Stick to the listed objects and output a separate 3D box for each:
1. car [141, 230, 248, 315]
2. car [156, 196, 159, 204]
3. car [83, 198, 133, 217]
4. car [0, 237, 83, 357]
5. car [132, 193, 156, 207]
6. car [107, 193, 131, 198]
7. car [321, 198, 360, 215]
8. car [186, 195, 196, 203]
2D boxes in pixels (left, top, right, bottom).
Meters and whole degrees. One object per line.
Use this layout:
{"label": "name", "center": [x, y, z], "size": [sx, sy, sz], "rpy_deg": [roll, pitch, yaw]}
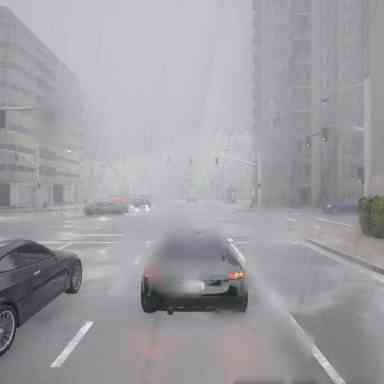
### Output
{"label": "car", "center": [0.049, 1.564, 7.650], "size": [1.994, 1.385, 4.181], "rpy_deg": [0, 0, 0]}
{"label": "car", "center": [-7.193, 1.491, 60.662], "size": [2.128, 1.511, 4.902], "rpy_deg": [0, 0, 0]}
{"label": "car", "center": [-8.189, 1.563, 31.672], "size": [4.181, 1.385, 1.994], "rpy_deg": [0, 0, -39]}
{"label": "car", "center": [-3.460, 1.526, 5.848], "size": [1.812, 1.442, 4.674], "rpy_deg": [0, 0, 0]}
{"label": "car", "center": [-7.203, 1.221, 50.638], "size": [2.150, 2.045, 5.566], "rpy_deg": [0, 0, 0]}
{"label": "car", "center": [-10.698, 1.221, 47.506], "size": [2.150, 2.045, 5.566], "rpy_deg": [0, 0, 0]}
{"label": "car", "center": [15.514, 1.352, 33.689], "size": [4.553, 1.767, 2.097], "rpy_deg": [0, 0, 1]}
{"label": "car", "center": [-0.150, 1.355, 72.566], "size": [2.097, 1.767, 4.553], "rpy_deg": [0, 0, 0]}
